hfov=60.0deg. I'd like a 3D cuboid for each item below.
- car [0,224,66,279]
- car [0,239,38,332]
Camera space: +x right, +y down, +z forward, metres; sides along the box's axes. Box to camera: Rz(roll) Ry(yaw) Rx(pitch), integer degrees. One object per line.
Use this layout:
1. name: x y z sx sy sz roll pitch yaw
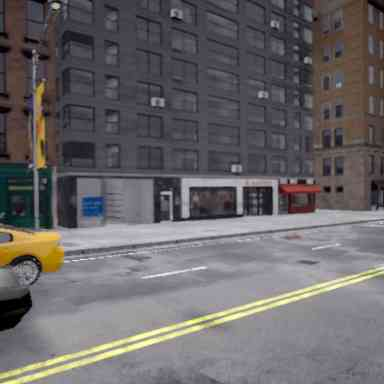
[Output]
1. car: -5.599 1.478 7.676 5.008 1.535 1.882 0 0 -36
2. car: -4.772 1.606 4.273 4.718 1.301 1.895 0 0 -36
